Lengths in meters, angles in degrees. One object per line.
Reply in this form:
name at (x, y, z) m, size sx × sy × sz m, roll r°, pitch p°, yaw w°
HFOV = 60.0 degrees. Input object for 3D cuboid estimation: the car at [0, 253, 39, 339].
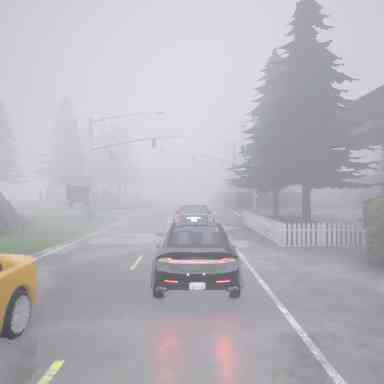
car at (-3.598, 1.477, 3.737) m, size 1.882 × 1.535 × 5.008 m, roll 0°, pitch 0°, yaw 0°

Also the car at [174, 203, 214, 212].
car at (0.088, 1.352, 17.613) m, size 2.097 × 1.767 × 4.553 m, roll 0°, pitch 0°, yaw 0°

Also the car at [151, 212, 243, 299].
car at (0.094, 1.492, 8.460) m, size 2.128 × 1.511 × 4.902 m, roll 0°, pitch 0°, yaw 0°
